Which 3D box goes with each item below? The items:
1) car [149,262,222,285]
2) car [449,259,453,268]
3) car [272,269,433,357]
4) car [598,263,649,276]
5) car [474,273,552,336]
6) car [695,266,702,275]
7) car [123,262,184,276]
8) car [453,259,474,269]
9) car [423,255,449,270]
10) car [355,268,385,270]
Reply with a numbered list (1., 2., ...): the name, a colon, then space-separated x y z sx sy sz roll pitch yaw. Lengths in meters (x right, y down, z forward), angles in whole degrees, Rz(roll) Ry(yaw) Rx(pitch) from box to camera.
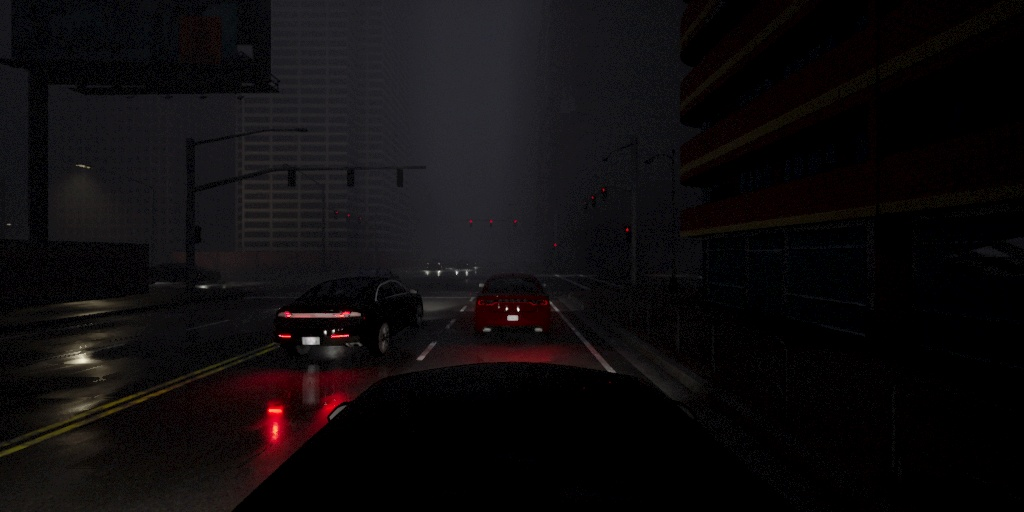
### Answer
1. car: -23.934 1.236 25.976 5.008 1.535 1.882 0 0 0
2. car: -10.998 1.317 63.363 2.033 1.411 5.357 0 0 0
3. car: -3.475 1.244 8.573 2.128 1.511 4.902 0 0 -1
4. car: 11.333 1.362 36.766 4.718 1.301 1.895 0 0 2
5. car: 0.014 1.230 10.461 1.882 1.535 5.008 0 0 0
6. car: 21.460 1.239 36.714 5.008 1.535 1.882 0 0 0
7. car: -36.565 1.326 36.652 4.181 1.385 1.994 0 0 0
8. car: -7.477 1.272 55.637 1.837 1.490 4.892 0 0 0
9. car: -10.952 1.118 51.728 2.097 1.767 4.553 0 0 0
10. car: -7.215 1.303 18.203 2.033 1.411 5.357 0 0 0
